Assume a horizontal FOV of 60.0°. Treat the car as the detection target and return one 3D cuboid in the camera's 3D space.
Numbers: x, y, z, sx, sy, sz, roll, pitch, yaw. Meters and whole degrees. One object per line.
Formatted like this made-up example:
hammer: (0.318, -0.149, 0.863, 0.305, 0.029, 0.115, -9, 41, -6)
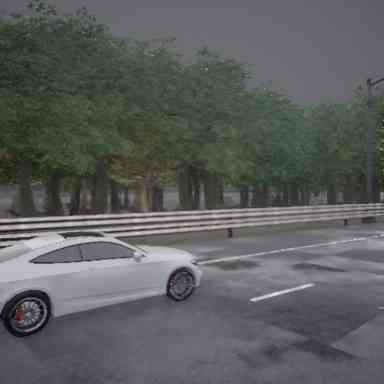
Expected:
car: (-1.995, 1.521, 6.619, 4.674, 1.442, 1.812, 0, 0, -35)
